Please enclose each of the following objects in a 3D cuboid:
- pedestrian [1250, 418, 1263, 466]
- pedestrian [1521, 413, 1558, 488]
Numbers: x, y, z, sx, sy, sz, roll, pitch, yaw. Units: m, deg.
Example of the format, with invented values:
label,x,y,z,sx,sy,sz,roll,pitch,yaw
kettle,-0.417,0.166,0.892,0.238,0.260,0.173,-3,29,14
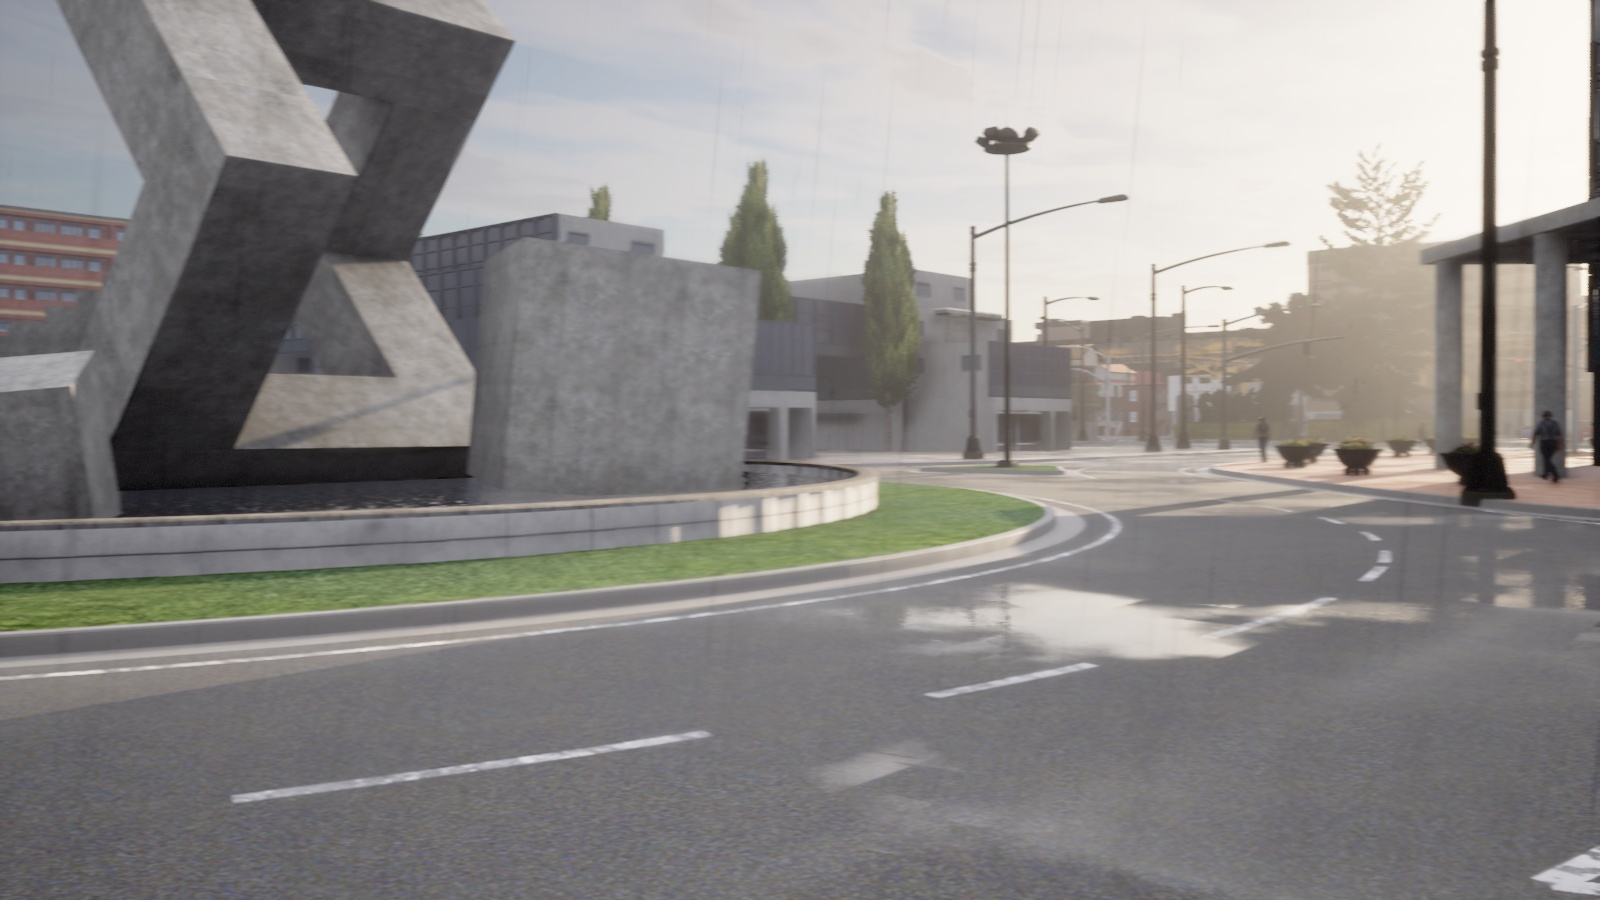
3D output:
label,x,y,z,sx,sy,sz,roll,pitch,yaw
pedestrian,17.360,-0.305,47.717,0.328,1.805,0.869,1,1,28
pedestrian,18.539,-0.001,31.490,0.540,1.848,0.694,0,1,7
